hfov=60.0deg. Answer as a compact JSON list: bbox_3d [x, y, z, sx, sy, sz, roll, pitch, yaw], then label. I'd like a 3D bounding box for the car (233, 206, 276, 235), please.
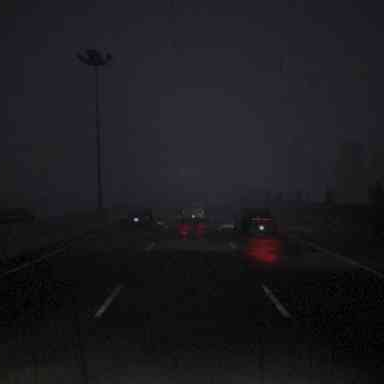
[{"bbox_3d":[3.602,1.601,19.616,1.837,1.490,4.892,0,0,0],"label":"car"}]

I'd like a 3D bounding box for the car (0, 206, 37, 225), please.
[{"bbox_3d":[-10.557,1.600,18.804,1.837,1.490,4.892,0,-1,0],"label":"car"}]

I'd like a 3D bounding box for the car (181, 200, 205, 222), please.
[{"bbox_3d":[0.102,1.655,27.707,1.812,1.442,4.674,0,0,0],"label":"car"}]

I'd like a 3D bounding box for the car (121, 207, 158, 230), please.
[{"bbox_3d":[-3.398,1.671,22.226,1.994,1.385,4.181,0,0,0],"label":"car"}]

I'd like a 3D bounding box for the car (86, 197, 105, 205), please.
[{"bbox_3d":[-13.998,1.392,48.293,1.812,1.442,4.674,0,0,0],"label":"car"}]
